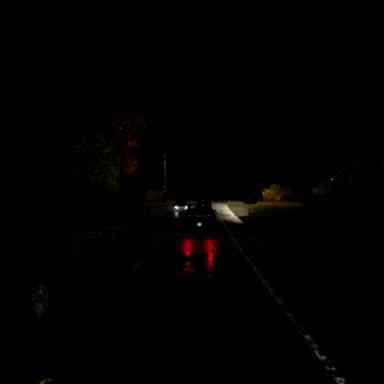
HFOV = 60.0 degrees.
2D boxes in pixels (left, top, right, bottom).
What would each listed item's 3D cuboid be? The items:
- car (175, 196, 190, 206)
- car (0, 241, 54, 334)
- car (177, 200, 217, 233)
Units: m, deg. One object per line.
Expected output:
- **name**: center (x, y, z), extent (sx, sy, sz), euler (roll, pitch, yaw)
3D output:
- **car**: center (-1.416, 1.409, 50.999), extent (1.837, 1.490, 4.892), euler (0, 0, 5)
- **car**: center (-3.562, 1.483, 4.444), extent (2.128, 1.511, 4.902), euler (0, 0, 1)
- **car**: center (0.455, 1.459, 19.616), extent (2.128, 1.511, 4.902), euler (0, 0, 2)
